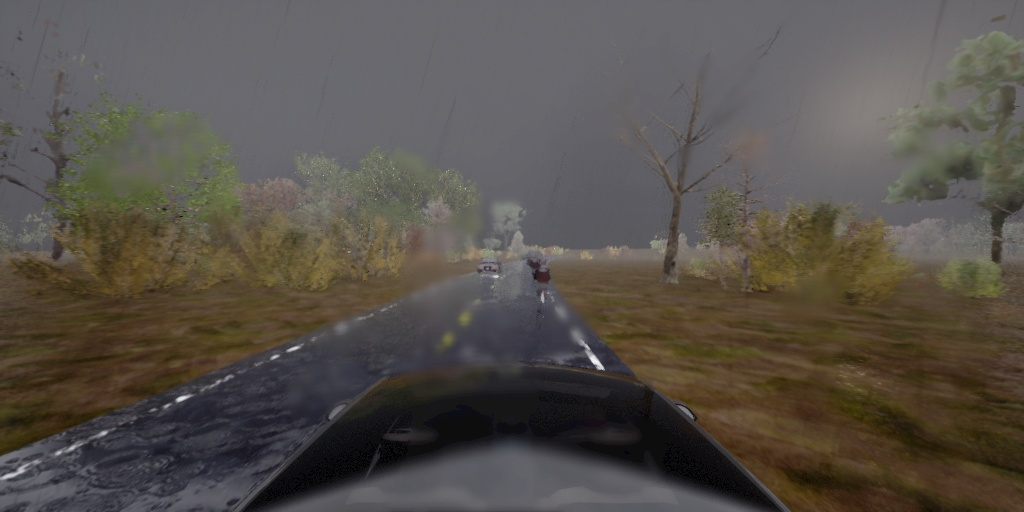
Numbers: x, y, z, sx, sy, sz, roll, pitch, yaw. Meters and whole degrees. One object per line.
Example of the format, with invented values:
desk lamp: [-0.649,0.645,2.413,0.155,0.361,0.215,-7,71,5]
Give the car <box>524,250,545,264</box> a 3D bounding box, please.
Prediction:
car: [3.476,0.202,54.462,2.150,2.045,5.566,0,1,7]

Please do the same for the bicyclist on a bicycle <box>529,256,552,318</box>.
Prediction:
bicyclist on a bicycle: [0.970,0.977,11.377,0.659,1.776,1.843,0,1,1]

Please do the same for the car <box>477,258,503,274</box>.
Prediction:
car: [-1.920,0.857,32.217,1.994,1.385,4.181,0,1,4]
